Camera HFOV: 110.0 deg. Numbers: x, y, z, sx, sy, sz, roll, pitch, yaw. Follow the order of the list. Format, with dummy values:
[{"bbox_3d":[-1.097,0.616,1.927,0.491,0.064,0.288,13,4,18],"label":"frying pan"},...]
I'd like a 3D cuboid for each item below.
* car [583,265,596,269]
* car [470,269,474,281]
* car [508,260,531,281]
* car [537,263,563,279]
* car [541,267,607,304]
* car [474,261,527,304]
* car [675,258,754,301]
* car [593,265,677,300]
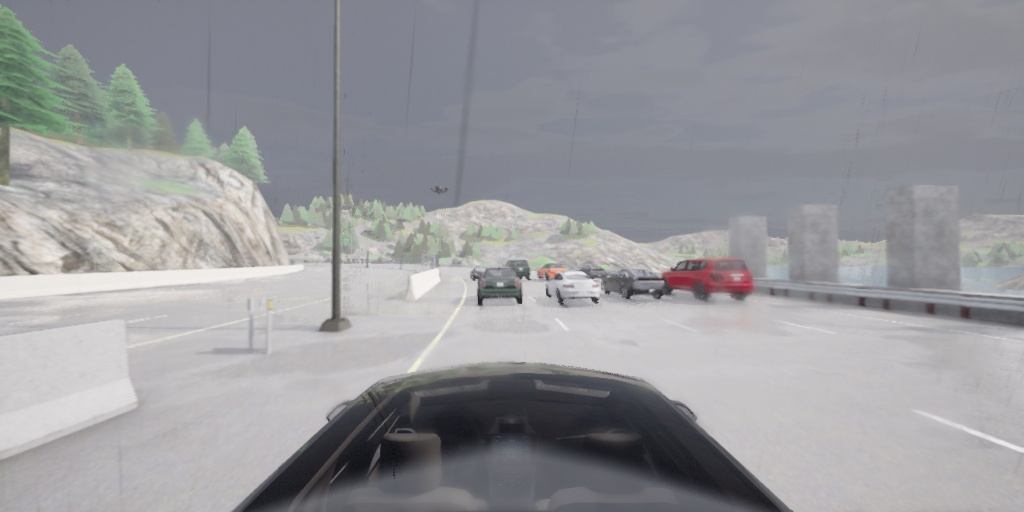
[{"bbox_3d":[7.628,1.630,35.277,2.128,1.511,4.902,0,-1,-10],"label":"car"},{"bbox_3d":[-3.242,1.789,36.551,1.895,1.301,4.718,0,-1,-11],"label":"car"},{"bbox_3d":[0.362,1.396,36.340,2.150,2.045,5.566,0,-1,-10],"label":"car"},{"bbox_3d":[3.946,1.511,35.992,2.097,1.767,4.553,0,-1,-10],"label":"car"},{"bbox_3d":[2.855,1.461,17.515,1.812,1.442,4.674,0,-1,-5],"label":"car"},{"bbox_3d":[-0.693,1.304,17.957,2.097,1.767,4.553,0,-1,-5],"label":"car"},{"bbox_3d":[9.809,1.148,18.650,2.150,2.045,5.566,0,-1,-5],"label":"car"},{"bbox_3d":[6.250,1.434,18.956,2.128,1.511,4.902,0,-1,-5],"label":"car"}]
